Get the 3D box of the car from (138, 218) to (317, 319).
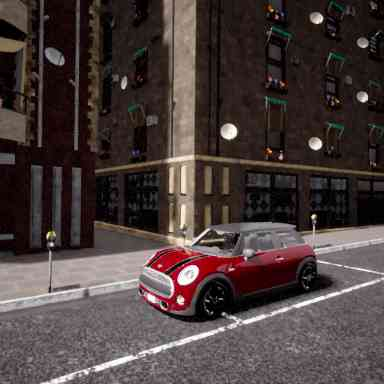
[{"bbox_3d":[0.875,1.442,7.314,4.097,1.590,1.967,0,1,-35],"label":"car"}]
